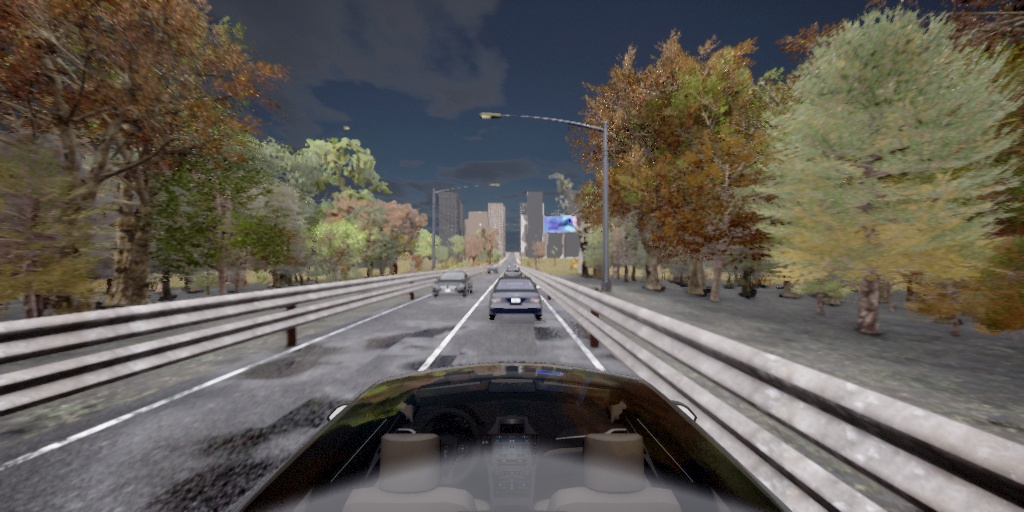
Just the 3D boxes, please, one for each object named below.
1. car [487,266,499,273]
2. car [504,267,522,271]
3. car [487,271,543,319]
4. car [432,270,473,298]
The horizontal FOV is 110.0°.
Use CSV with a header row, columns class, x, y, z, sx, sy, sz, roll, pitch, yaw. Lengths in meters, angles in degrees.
class,x,y,z,sx,sy,sz,roll,pitch,yaw
car,-3.280,2.382,61.607,2.033,1.411,5.357,0,-1,1
car,0.113,1.851,36.784,2.128,1.511,4.902,0,-1,0
car,0.107,1.471,13.653,2.033,1.411,5.357,0,-1,0
car,-3.341,1.582,20.980,1.812,1.442,4.674,0,-1,0
